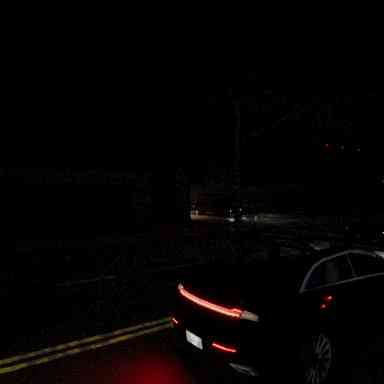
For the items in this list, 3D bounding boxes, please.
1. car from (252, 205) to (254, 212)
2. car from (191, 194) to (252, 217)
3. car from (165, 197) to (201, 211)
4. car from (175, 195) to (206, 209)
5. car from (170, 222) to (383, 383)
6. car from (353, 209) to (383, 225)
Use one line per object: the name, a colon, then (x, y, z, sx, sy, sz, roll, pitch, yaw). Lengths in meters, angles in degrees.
car: (4.295, 1.475, 34.845, 1.882, 1.535, 5.008, 0, 0, -37)
car: (2.578, 1.220, 31.302, 2.150, 2.045, 5.566, 0, 0, -36)
car: (-1.243, 1.489, 42.265, 2.128, 1.511, 4.902, 0, 0, -37)
car: (-0.250, 1.351, 47.117, 2.097, 1.767, 4.553, 0, 0, -37)
car: (1.998, 1.491, 5.255, 4.902, 1.511, 2.128, 0, 0, -35)
car: (8.773, 1.476, 14.455, 5.008, 1.535, 1.882, 0, -1, -29)
